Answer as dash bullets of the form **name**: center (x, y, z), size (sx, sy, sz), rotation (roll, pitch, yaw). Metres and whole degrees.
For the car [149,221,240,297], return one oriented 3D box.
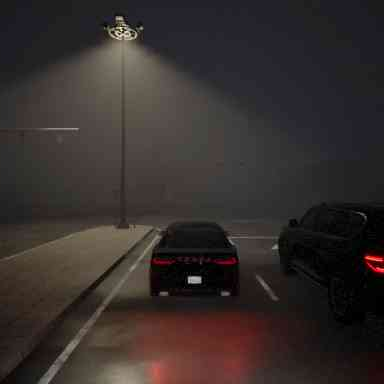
- **car**: center (0.063, 1.478, 8.634), size (1.882, 1.535, 5.008), rotation (0, 0, 0)

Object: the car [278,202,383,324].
- **car**: center (3.566, 1.221, 7.287), size (2.150, 2.045, 5.566), rotation (0, 0, 0)
